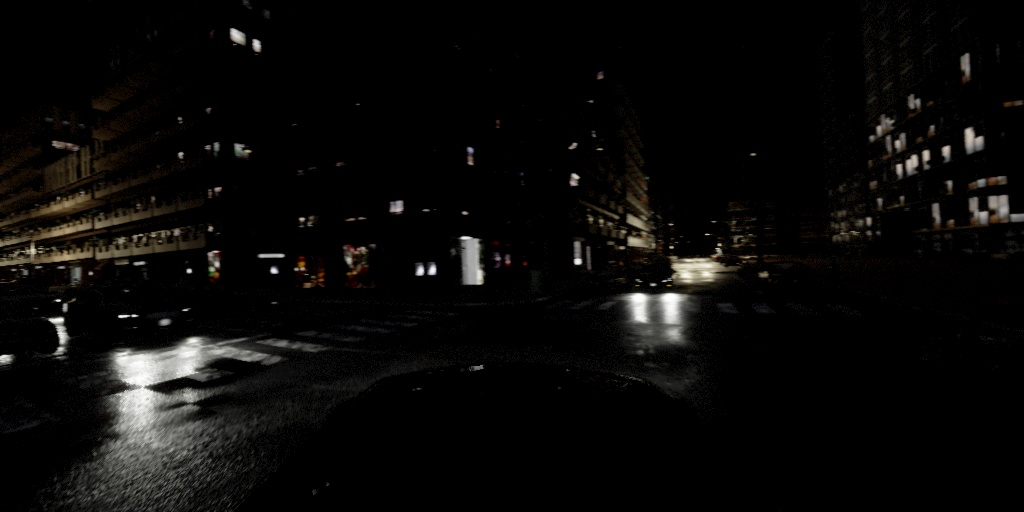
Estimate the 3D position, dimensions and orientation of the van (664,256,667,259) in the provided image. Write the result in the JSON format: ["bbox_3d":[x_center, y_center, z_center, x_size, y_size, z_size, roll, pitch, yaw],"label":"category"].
[{"bbox_3d":[18.316,0.826,45.615,1.690,1.789,3.998,0,0,27],"label":"van"}]

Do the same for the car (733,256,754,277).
[{"bbox_3d":[18.222,0.781,27.175,1.751,1.417,4.829,0,0,27],"label":"car"}]

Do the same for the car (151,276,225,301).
[{"bbox_3d":[-18.962,1.909,21.183,4.097,1.591,1.967,0,0,27],"label":"car"}]

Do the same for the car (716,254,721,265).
[{"bbox_3d":[30.905,0.536,51.758,1.751,1.417,4.829,0,0,27],"label":"car"}]

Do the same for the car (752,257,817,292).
[{"bbox_3d":[13.070,0.902,17.190,1.888,1.381,4.507,0,0,27],"label":"car"}]

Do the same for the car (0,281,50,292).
[{"bbox_3d":[-22.894,2.092,16.675,4.674,1.442,1.812,-2,0,27],"label":"car"}]

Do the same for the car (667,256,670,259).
[{"bbox_3d":[20.852,1.019,50.531,1.802,1.307,4.207,0,0,27],"label":"car"}]

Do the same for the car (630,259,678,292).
[{"bbox_3d":[8.157,1.157,20.135,1.837,1.490,4.892,-3,0,27],"label":"car"}]

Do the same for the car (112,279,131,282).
[{"bbox_3d":[-23.932,2.195,23.686,4.403,1.370,2.007,0,0,27],"label":"car"}]

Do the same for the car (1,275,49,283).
[{"bbox_3d":[-48.785,2.836,36.200,5.009,1.841,2.192,0,0,27],"label":"car"}]

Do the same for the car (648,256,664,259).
[{"bbox_3d":[15.779,0.974,40.698,1.967,1.591,4.097,0,0,27],"label":"car"}]

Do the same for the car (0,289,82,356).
[{"bbox_3d":[-12.817,1.745,8.706,4.403,1.370,2.007,0,0,27],"label":"car"}]

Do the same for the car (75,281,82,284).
[{"bbox_3d":[-34.025,2.520,28.768,4.829,1.417,1.751,0,0,27],"label":"car"}]

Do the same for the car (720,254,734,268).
[{"bbox_3d":[25.754,0.690,41.773,1.802,1.307,4.207,0,0,27],"label":"car"}]

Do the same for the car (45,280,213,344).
[{"bbox_3d":[-11.957,1.674,11.169,4.902,1.511,2.128,-2,0,26],"label":"car"}]

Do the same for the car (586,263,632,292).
[{"bbox_3d":[5.632,1.285,21.032,2.007,1.370,4.403,0,0,27],"label":"car"}]

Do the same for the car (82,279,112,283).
[{"bbox_3d":[-28.902,2.370,26.189,4.403,1.370,2.007,0,0,27],"label":"car"}]

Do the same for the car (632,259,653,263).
[{"bbox_3d":[10.706,1.184,30.866,2.007,1.370,4.403,0,0,27],"label":"car"}]
